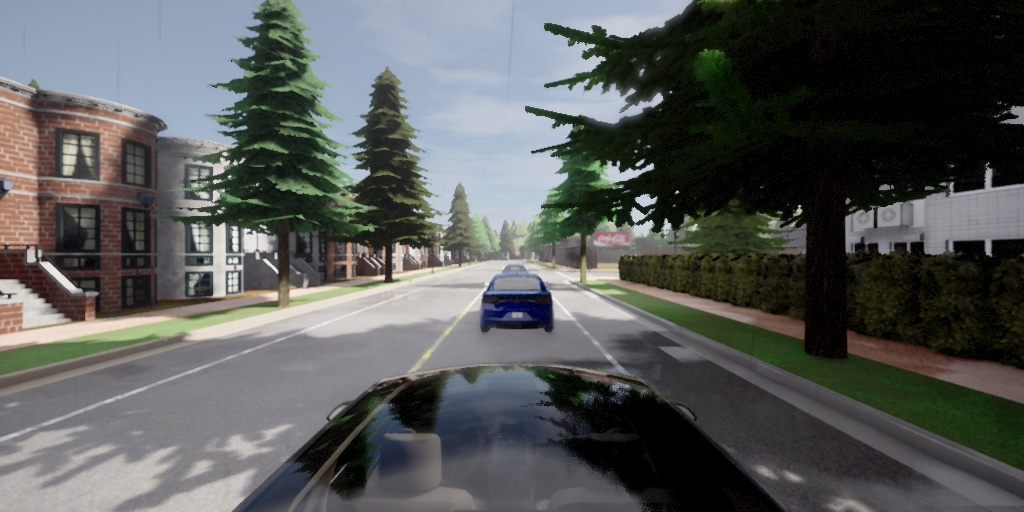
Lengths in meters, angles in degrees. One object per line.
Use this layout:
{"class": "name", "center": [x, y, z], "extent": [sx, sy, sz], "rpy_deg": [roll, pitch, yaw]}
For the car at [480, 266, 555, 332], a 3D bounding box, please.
{"class": "car", "center": [0.140, 1.220, 10.805], "extent": [1.882, 1.535, 5.008], "rpy_deg": [0, 0, 0]}
